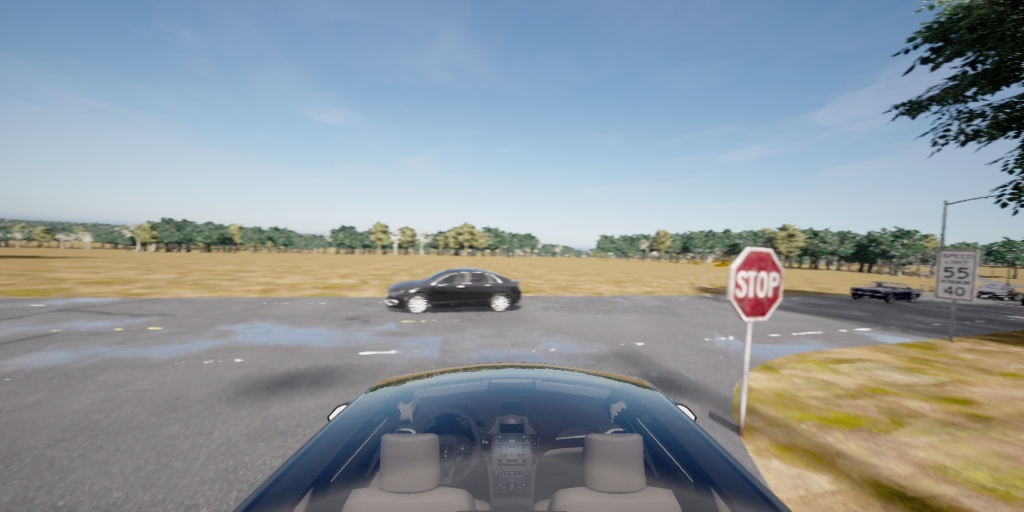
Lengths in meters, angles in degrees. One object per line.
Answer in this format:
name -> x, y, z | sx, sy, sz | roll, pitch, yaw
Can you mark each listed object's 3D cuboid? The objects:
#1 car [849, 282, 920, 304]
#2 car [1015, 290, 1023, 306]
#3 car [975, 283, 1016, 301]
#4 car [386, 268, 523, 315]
car -> 24.564, 2.364, 23.642 | 4.718, 1.301, 1.895 | 3, 2, -23
car -> 39.496, 3.046, 26.317 | 4.892, 1.490, 1.837 | 3, 2, -25
car -> 42.805, 3.169, 31.768 | 5.357, 1.411, 2.033 | 3, 2, -25
car -> -2.021, 1.208, 13.151 | 4.892, 1.490, 1.837 | 2, 2, -20
